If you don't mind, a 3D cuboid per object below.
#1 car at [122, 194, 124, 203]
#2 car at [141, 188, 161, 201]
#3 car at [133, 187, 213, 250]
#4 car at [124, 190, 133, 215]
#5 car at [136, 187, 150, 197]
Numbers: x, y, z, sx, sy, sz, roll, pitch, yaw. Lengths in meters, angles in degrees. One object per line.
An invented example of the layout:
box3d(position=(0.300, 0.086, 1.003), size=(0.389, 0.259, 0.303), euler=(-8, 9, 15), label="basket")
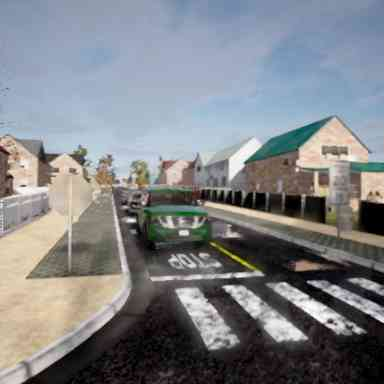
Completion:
box3d(position=(-6.143, 0.521, 34.090), size=(2.033, 1.411, 5.357), euler=(1, 2, -14), label="car")
box3d(position=(-5.386, 0.305, 43.065), size=(2.033, 1.411, 5.357), euler=(1, 2, -13), label="car")
box3d(position=(-0.897, 0.837, 12.853), size=(2.150, 2.045, 5.566), euler=(1, 1, -14), label="car")
box3d(position=(-3.585, 0.790, 23.724), size=(1.837, 1.490, 4.892), euler=(1, 2, -14), label="car")
box3d(position=(-7.750, 0.001, 52.412), size=(1.812, 1.442, 4.674), euler=(1, 2, -14), label="car")
